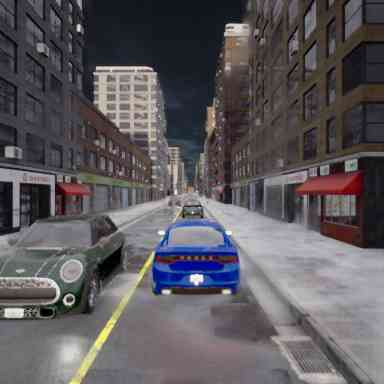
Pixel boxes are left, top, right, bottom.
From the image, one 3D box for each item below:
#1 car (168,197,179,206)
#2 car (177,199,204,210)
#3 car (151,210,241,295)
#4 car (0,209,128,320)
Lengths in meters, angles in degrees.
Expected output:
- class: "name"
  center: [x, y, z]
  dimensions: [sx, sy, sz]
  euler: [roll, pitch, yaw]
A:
- class: "car"
  center: [-2.829, 1.577, 54.507]
  dimensions: [1.837, 1.490, 4.892]
  euler: [0, 0, 0]
- class: "car"
  center: [0.059, 1.515, 29.937]
  dimensions: [2.128, 1.511, 4.902]
  euler: [0, 0, 0]
- class: "car"
  center: [0.087, 1.483, 8.791]
  dimensions: [1.882, 1.535, 5.008]
  euler: [0, 0, 0]
- class: "car"
  center: [-2.861, 1.356, 7.593]
  dimensions: [2.097, 1.767, 4.553]
  euler: [0, 0, 0]
